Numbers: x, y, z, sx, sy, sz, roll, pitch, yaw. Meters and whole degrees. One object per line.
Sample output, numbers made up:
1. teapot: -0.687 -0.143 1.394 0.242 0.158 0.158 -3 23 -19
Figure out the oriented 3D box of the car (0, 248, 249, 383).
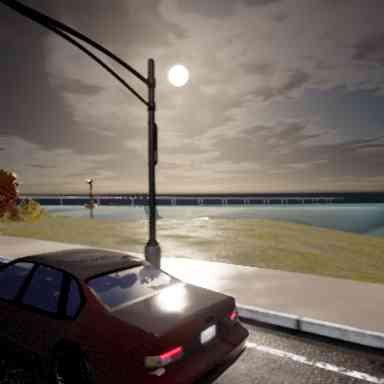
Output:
1. car: -1.874 1.604 5.028 5.357 1.411 2.033 -1 -1 35
